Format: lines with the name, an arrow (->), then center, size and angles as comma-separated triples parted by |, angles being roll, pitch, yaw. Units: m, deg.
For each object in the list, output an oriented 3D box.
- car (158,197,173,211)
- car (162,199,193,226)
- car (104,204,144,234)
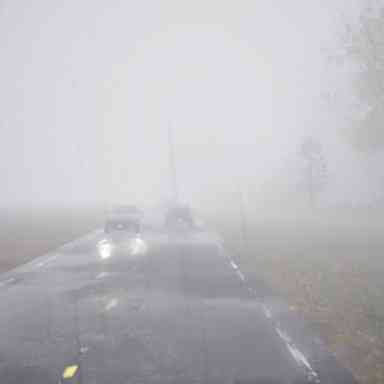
car -> -3.149, 1.361, 41.772 | 2.097, 1.767, 4.553 | 0, 0, -8
car -> -0.975, 1.512, 23.280 | 1.837, 1.490, 4.892 | 0, 0, -5
car -> -3.889, 1.486, 19.582 | 1.882, 1.535, 5.008 | 0, 0, -4
